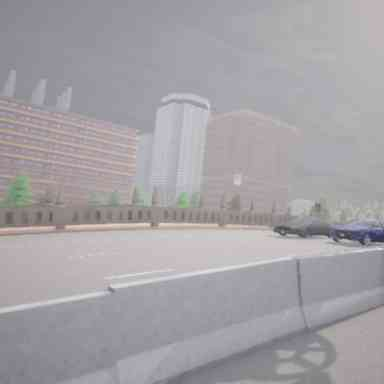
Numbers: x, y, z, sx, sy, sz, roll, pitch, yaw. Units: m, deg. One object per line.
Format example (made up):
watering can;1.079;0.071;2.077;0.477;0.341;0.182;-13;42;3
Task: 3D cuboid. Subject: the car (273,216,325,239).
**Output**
car;7.874;2.353;22.398;5.357;1.411;2.033;6;-3;-35

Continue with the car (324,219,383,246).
car;10.388;2.333;19.885;5.008;1.535;1.882;6;-4;-35
